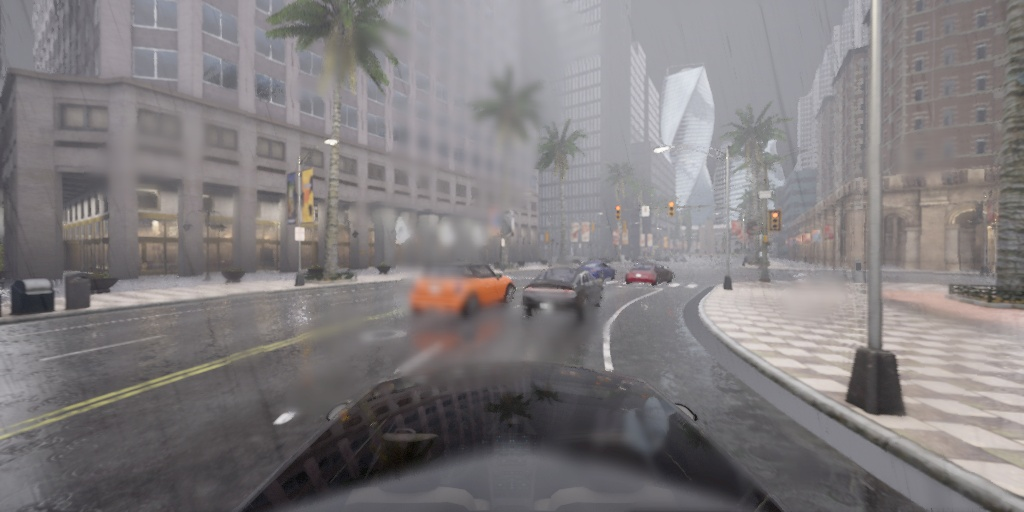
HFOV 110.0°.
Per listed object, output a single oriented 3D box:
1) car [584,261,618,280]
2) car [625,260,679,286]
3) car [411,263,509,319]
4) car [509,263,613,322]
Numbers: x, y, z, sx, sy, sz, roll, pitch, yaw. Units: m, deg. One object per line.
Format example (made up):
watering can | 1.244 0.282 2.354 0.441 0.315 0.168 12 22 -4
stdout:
car | 6.026 1.090 25.861 1.812 1.442 4.674 0 1 34
car | 9.077 1.145 23.525 1.994 1.385 4.181 0 1 41
car | -1.531 1.018 12.842 2.097 1.767 4.553 0 0 22
car | 1.899 1.163 12.076 2.128 1.511 4.902 0 1 23
